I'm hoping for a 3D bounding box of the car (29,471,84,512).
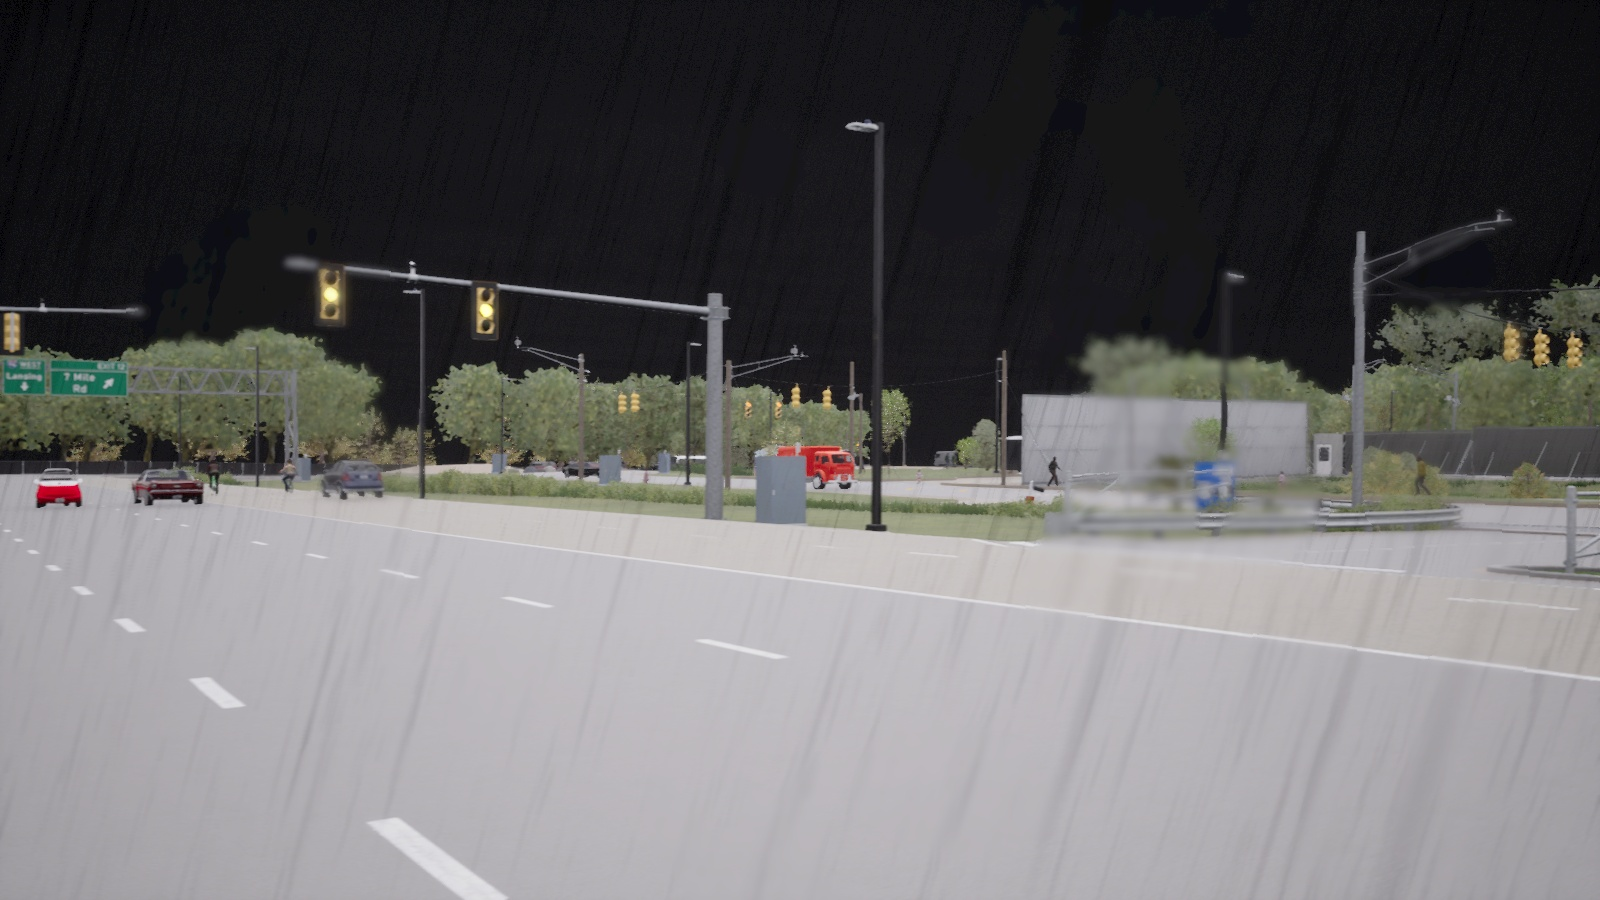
[{"bbox_3d":[-26.272,1.434,44.352,1.481,1.376,2.207,-1,-1,-35],"label":"car"}]

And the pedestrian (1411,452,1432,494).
[{"bbox_3d":[27.493,1.004,55.515,0.370,1.835,0.726,-1,1,-36],"label":"pedestrian"}]

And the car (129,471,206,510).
[{"bbox_3d":[-23.361,1.454,46.296,1.895,1.301,4.718,-1,0,-35],"label":"car"}]

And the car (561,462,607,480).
[{"bbox_3d":[-16.887,1.634,97.964,1.895,1.301,4.718,0,0,-32],"label":"car"}]

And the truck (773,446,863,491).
[{"bbox_3d":[1.008,1.002,72.119,2.627,2.467,5.204,-1,0,-34],"label":"truck"}]

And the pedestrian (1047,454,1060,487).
[{"bbox_3d":[15.036,1.193,74.488,0.395,1.930,0.692,-1,1,-35],"label":"pedestrian"}]

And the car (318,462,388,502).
[{"bbox_3d":[-18.269,1.293,51.235,1.789,1.549,3.705,-1,0,-35],"label":"car"}]
